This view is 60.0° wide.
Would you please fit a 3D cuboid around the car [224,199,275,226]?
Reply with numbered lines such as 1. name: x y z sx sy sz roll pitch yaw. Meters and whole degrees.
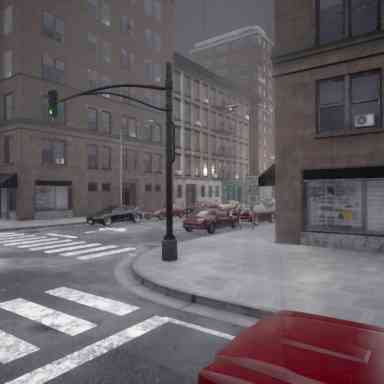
1. car: 4.332 1.411 23.419 1.967 1.590 4.097 0 0 36

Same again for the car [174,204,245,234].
1. car: 1.116 1.554 18.934 1.802 1.307 4.206 0 0 36

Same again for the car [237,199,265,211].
1. car: 7.458 1.598 41.547 1.802 1.307 4.206 0 0 36

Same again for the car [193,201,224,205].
1. car: 1.026 1.563 32.579 1.887 1.381 4.507 0 0 36

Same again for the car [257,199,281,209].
1. car: 10.673 1.599 46.031 1.802 1.307 4.206 0 0 36

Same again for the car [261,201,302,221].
1. car: 7.648 1.494 28.042 1.752 1.417 4.829 0 0 36

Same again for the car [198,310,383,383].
1. car: 2.294 1.601 2.052 4.718 1.301 1.895 0 0 36

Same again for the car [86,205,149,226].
1. car: -5.406 1.588 23.610 1.947 1.339 4.313 0 0 36

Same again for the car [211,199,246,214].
1. car: 4.142 1.542 36.925 1.752 1.417 4.829 0 0 36

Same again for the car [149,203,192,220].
1. car: -2.190 1.602 28.094 1.802 1.307 4.206 0 0 36
